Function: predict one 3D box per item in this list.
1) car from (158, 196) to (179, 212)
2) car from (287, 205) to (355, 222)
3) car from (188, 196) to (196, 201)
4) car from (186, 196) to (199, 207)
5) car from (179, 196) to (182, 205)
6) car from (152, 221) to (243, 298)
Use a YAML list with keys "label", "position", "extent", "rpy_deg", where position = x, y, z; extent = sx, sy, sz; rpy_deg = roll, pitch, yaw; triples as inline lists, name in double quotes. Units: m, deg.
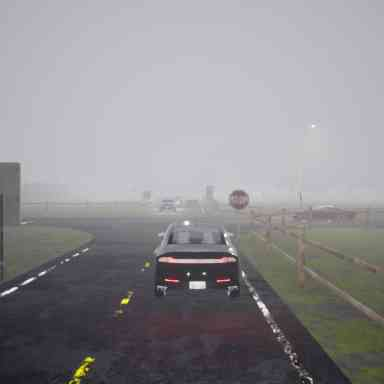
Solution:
- label: "car"
  position: [-2.795, 1.501, 38.938]
  extent: [1.837, 1.490, 4.892]
  rpy_deg: [0, 0, -1]
- label: "car"
  position: [9.991, 1.688, 26.023]
  extent: [4.718, 1.301, 1.895]
  rpy_deg: [0, 0, 1]
- label: "car"
  position: [0.018, 1.582, 81.493]
  extent: [1.895, 1.301, 4.718]
  rpy_deg: [0, 0, 0]
- label: "car"
  position: [0.112, 1.472, 51.468]
  extent: [1.882, 1.535, 5.008]
  rpy_deg: [0, 0, 0]
- label: "car"
  position: [-2.819, 1.595, 48.863]
  extent: [1.895, 1.301, 4.718]
  rpy_deg: [0, 0, 0]
- label: "car"
  position: [0.103, 1.491, 8.511]
  extent: [2.128, 1.511, 4.902]
  rpy_deg: [0, 0, 0]
